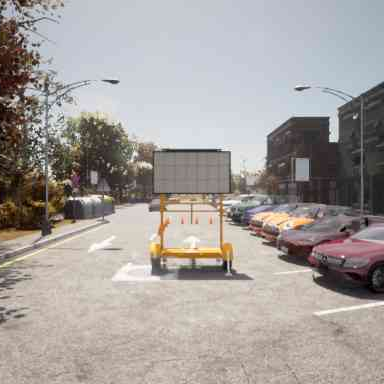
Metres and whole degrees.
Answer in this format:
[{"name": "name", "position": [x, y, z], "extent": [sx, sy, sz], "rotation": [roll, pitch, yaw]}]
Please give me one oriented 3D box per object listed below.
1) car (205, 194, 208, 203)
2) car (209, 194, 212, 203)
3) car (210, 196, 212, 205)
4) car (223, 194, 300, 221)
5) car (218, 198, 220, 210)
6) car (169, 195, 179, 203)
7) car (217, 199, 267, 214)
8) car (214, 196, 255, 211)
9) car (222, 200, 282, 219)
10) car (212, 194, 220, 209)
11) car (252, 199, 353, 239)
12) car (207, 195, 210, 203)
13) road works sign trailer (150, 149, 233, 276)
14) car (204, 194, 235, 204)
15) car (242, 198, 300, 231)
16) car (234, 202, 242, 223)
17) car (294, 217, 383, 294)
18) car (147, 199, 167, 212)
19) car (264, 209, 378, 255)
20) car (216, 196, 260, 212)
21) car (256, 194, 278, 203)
[{"name": "car", "position": [5.190, 1.612, 59.625], "extent": [5.366, 1.575, 1.946], "rotation": [1, 0, -20]}, {"name": "car", "position": [5.401, 1.446, 47.678], "extent": [4.553, 1.767, 2.185], "rotation": [1, 0, -20]}, {"name": "car", "position": [5.365, 1.600, 44.669], "extent": [4.674, 1.452, 2.002], "rotation": [1, 0, -20]}, {"name": "car", "position": [5.308, 1.251, 23.629], "extent": [5.566, 2.045, 2.435], "rotation": [1, 0, -20]}, {"name": "car", "position": [5.151, 1.503, 26.586], "extent": [5.366, 1.575, 1.946], "rotation": [1, 0, -20]}, {"name": "car", "position": [-3.944, 1.541, 73.950], "extent": [2.097, 1.767, 4.553], "rotation": [0, 0, 1]}, {"name": "car", "position": [5.321, 1.560, 35.645], "extent": [4.792, 1.488, 2.163], "rotation": [1, 0, -20]}, {"name": "car", "position": [5.328, 1.423, 41.661], "extent": [4.553, 1.767, 2.185], "rotation": [1, 0, -20]}, {"name": "car", "position": [5.304, 1.544, 29.644], "extent": [4.792, 1.488, 2.163], "rotation": [1, 0, -20]}, {"name": "car", "position": [5.317, 1.270, 32.646], "extent": [5.566, 2.045, 2.435], "rotation": [1, 0, -20]}, {"name": "car", "position": [5.334, 1.366, 14.653], "extent": [4.553, 1.767, 2.185], "rotation": [1, 0, -20]}, {"name": "car", "position": [5.362, 1.583, 50.681], "extent": [5.008, 1.535, 2.097], "rotation": [1, -1, -20]}, {"name": "road works sign trailer", "position": [-0.011, 0.467, 10.358], "extent": [2.380, 3.560, 2.880], "rotation": [0, 0, 0]}, {"name": "car", "position": [5.375, 1.391, 65.719], "extent": [5.566, 2.045, 2.435], "rotation": [1, 0, -20]}, {"name": "car", "position": [5.339, 1.369, 17.654], "extent": [4.553, 1.767, 2.185], "rotation": [1, 0, -20]}, {"name": "car", "position": [5.308, 1.538, 20.651], "extent": [4.674, 1.452, 2.002], "rotation": [1, 0, -20]}, {"name": "car", "position": [5.299, 1.527, 8.641], "extent": [4.674, 1.452, 2.002], "rotation": [1, 0, -20]}, {"name": "car", "position": [-4.110, 1.584, 40.093], "extent": [1.812, 1.442, 4.674], "rotation": [0, 0, 0]}, {"name": "car", "position": [5.271, 1.518, 11.633], "extent": [4.792, 1.488, 2.163], "rotation": [1, 0, -20]}, {"name": "car", "position": [5.322, 1.413, 38.660], "extent": [4.553, 1.767, 2.185], "rotation": [1, 0, -20]}, {"name": "car", "position": [18.333, 1.462, 81.718], "extent": [2.435, 2.045, 5.566], "rotation": [0, 0, -21]}]
